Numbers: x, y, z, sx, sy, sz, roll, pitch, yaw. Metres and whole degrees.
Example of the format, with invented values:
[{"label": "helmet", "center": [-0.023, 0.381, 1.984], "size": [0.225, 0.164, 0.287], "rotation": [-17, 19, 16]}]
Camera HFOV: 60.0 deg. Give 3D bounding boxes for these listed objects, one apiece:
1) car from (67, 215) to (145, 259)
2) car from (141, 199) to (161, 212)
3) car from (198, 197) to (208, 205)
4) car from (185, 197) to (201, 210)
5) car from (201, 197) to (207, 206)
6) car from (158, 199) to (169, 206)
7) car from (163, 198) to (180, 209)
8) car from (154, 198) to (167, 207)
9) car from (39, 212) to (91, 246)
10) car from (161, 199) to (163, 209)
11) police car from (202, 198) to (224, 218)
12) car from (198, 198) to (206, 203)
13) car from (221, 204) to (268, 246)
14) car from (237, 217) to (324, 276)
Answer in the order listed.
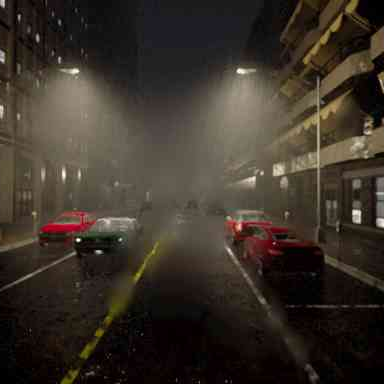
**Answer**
[{"label": "car", "center": [-3.108, 1.713, 13.328], "size": [1.895, 1.301, 4.718], "rotation": [0, 0, 0]}, {"label": "car", "center": [-5.712, 1.942, 44.196], "size": [1.947, 1.339, 4.313], "rotation": [0, -1, 0]}, {"label": "car", "center": [2.653, 2.000, 78.093], "size": [2.192, 1.841, 5.009], "rotation": [0, -1, 0]}, {"label": "car", "center": [-0.024, 1.940, 50.768], "size": [1.837, 1.490, 4.892], "rotation": [0, -1, 0]}, {"label": "car", "center": [2.664, 2.028, 55.498], "size": [2.008, 1.369, 4.403], "rotation": [0, -1, 0]}, {"label": "car", "center": [-5.723, 2.103, 66.620], "size": [1.752, 1.417, 4.829], "rotation": [0, -1, 0]}, {"label": "car", "center": [-3.095, 1.822, 54.716], "size": [2.097, 1.767, 4.553], "rotation": [0, -1, 0]}, {"label": "car", "center": [-5.720, 1.968, 61.143], "size": [1.967, 1.590, 4.097], "rotation": [0, -1, 0]}, {"label": "car", "center": [-5.697, 1.678, 15.955], "size": [1.887, 1.381, 4.507], "rotation": [0, 0, 0]}, {"label": "car", "center": [-5.717, 2.027, 55.493], "size": [2.008, 1.369, 4.403], "rotation": [0, -1, 0]}, {"label": "police car", "center": [2.350, 1.711, 33.726], "size": [1.930, 1.638, 5.238], "rotation": [0, 0, 0]}, {"label": "car", "center": [2.646, 2.371, 89.387], "size": [1.802, 1.307, 4.206], "rotation": [0, -1, 0]}, {"label": "car", "center": [2.683, 1.575, 15.960], "size": [1.967, 1.590, 4.097], "rotation": [0, 0, 0]}, {"label": "car", "center": [2.686, 1.669, 10.311], "size": [1.802, 1.307, 4.206], "rotation": [0, 0, 0]}]
